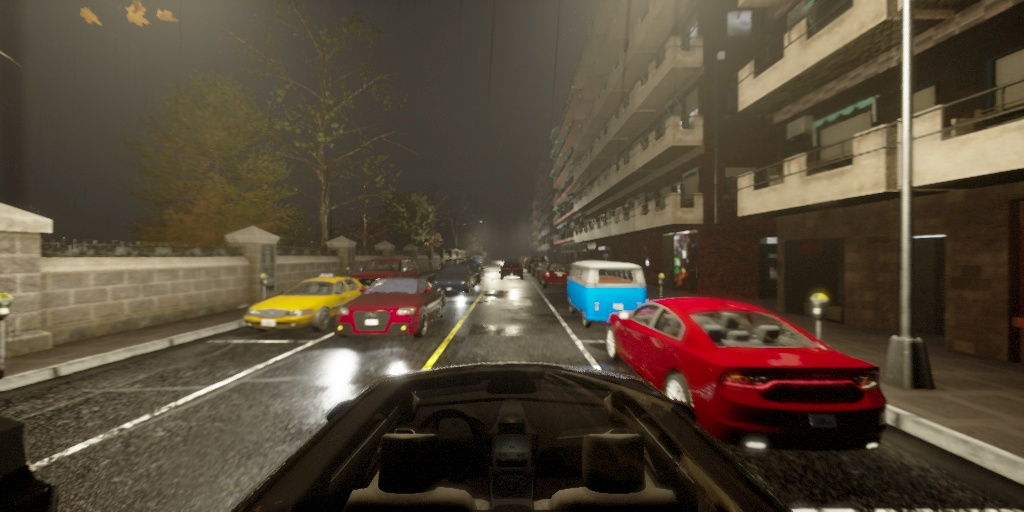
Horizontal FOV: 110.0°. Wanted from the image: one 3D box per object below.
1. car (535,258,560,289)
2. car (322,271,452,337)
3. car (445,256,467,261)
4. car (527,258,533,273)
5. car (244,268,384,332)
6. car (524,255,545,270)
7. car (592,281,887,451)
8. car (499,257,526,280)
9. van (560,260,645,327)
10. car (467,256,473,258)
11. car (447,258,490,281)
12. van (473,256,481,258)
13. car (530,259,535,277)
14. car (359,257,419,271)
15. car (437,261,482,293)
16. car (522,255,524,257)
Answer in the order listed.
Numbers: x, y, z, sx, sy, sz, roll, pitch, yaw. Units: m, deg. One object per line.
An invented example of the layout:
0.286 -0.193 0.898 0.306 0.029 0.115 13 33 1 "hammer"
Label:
2.684 1.091 22.221 1.967 1.591 4.097 0 0 0 "car"
-3.099 1.273 9.931 1.994 1.385 4.181 0 0 0 "car"
-5.700 1.042 33.479 1.967 1.591 4.097 0 0 0 "car"
2.681 1.147 33.480 1.888 1.381 4.507 0 0 0 "car"
-5.693 1.229 10.789 1.751 1.417 4.829 0 0 0 "car"
2.680 0.892 39.110 2.192 1.841 5.009 0 0 0 "car"
2.689 1.277 5.330 1.888 1.381 4.507 0 0 0 "car"
0.007 1.124 29.759 1.837 1.490 4.892 0 1 0 "car"
2.688 1.044 10.961 1.690 1.789 3.998 0 0 0 "van"
-5.701 1.018 39.108 1.967 1.591 4.097 0 0 0 "car"
-3.008 1.137 25.626 2.128 1.511 4.902 0 0 0 "car"
-5.705 0.874 50.368 1.690 1.789 3.998 0 0 0 "van"
2.682 1.176 27.851 2.007 1.370 4.403 0 0 0 "car"
-5.695 0.992 16.588 2.192 1.841 5.009 0 0 0 "car"
-3.101 1.208 20.334 2.033 1.411 5.357 0 0 0 "car"
2.675 0.952 56.000 1.967 1.591 4.097 0 0 0 "car"
